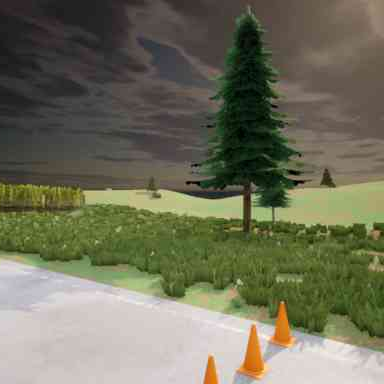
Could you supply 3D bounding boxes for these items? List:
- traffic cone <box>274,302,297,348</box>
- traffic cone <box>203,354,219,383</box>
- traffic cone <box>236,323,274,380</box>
[{"bbox_3d":[1.364,1.955,5.017,0.340,0.580,0.340,0,0,36],"label":"traffic cone"},{"bbox_3d":[0.195,1.955,3.394,0.340,0.580,0.340,0,0,36],"label":"traffic cone"},{"bbox_3d":[0.780,1.955,4.205,0.340,0.580,0.340,0,0,36],"label":"traffic cone"}]
